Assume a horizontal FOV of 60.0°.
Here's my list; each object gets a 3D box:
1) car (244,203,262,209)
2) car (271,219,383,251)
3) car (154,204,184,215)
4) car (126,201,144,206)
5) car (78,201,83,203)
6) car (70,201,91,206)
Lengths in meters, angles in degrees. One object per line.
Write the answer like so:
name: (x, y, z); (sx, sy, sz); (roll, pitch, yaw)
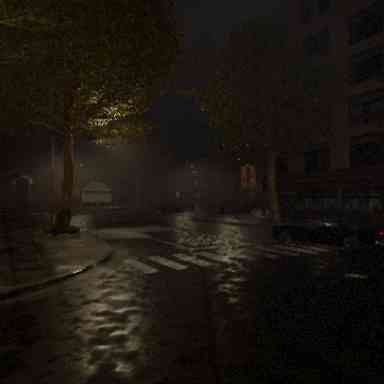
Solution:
car: (13.424, 2.949, 71.776); (4.718, 1.301, 1.895); (1, -1, -29)
car: (6.226, 1.908, 15.678); (4.718, 1.301, 1.895); (-1, -1, 37)
car: (-2.995, 2.323, 44.496); (1.837, 1.490, 4.892); (-5, -4, 37)
car: (-14.070, 2.820, 83.192); (4.674, 1.452, 2.002); (1, -1, -30)
car: (-22.657, 2.715, 73.599); (4.786, 1.482, 2.161); (1, -1, -30)
car: (-28.009, 2.941, 83.897); (4.718, 1.301, 1.895); (1, -1, -30)
